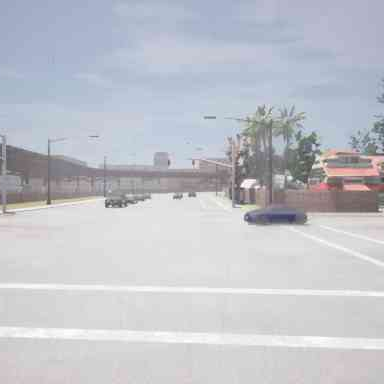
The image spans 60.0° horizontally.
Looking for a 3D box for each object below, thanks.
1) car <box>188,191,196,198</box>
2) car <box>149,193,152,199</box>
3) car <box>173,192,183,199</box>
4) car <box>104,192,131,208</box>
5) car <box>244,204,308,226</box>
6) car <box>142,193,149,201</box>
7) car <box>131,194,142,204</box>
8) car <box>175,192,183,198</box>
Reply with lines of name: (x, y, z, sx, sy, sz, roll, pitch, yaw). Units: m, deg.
car: (0.083, 0.519, 86.851, 2.097, 1.767, 4.553, 0, 1, 0)
car: (-10.426, 0.897, 76.589, 1.812, 1.442, 4.674, 0, 1, 0)
car: (-3.426, 0.963, 76.895, 1.895, 1.301, 4.718, 0, 1, 0)
car: (-10.510, 1.082, 46.417, 2.150, 2.045, 5.566, 0, 1, 1)
car: (5.688, 1.549, 22.706, 4.181, 1.385, 1.994, 0, 0, -7)
car: (-10.436, 1.142, 66.257, 1.994, 1.385, 4.181, 0, 1, 0)
car: (-10.446, 1.286, 56.539, 2.033, 1.411, 5.357, 0, 1, 0)
car: (-3.416, 0.709, 87.213, 1.994, 1.385, 4.181, 0, 1, 0)
